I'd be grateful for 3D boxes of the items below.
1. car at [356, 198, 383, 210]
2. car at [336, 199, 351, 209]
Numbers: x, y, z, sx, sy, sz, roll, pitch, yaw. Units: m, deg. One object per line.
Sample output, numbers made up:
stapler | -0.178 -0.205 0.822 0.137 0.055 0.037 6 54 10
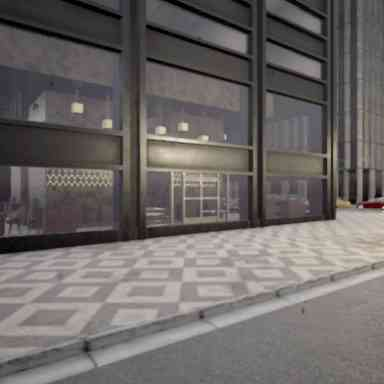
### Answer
car | 22.008 1.403 39.688 1.887 1.381 4.507 -1 0 -36
car | 18.613 1.442 44.383 1.752 1.417 4.829 -1 0 -36
